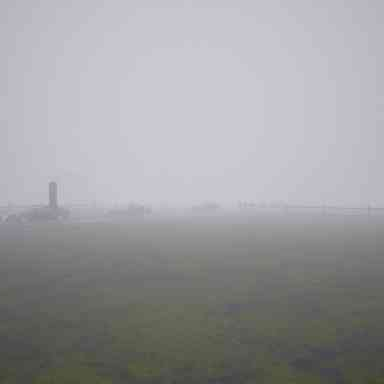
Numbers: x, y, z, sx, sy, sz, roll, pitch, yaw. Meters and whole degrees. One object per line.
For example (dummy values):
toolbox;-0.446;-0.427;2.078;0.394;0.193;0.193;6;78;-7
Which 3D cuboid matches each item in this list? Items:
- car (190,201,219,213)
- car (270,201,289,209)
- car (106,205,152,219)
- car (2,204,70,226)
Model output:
car;1.717;1.995;44.786;1.882;1.535;5.008;-1;-1;35
car;15.676;2.260;59.465;2.033;1.411;5.357;-1;-1;36
car;-6.297;1.947;33.472;1.895;1.301;4.718;-1;-1;35
car;-11.851;1.718;25.615;2.128;1.511;4.902;-1;-1;35
